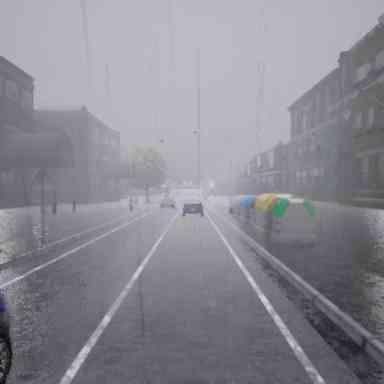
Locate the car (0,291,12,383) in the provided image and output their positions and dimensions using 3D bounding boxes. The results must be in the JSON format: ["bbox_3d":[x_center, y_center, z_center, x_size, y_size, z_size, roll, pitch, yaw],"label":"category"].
[{"bbox_3d":[-3.099,1.322,1.867,2.097,1.767,4.553,0,1,0],"label":"car"}]

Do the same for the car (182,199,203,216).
[{"bbox_3d":[0.093,1.451,32.299,1.882,1.535,5.008,0,0,0],"label":"car"}]

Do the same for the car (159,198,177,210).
[{"bbox_3d":[-3.094,1.500,43.372,1.837,1.490,4.892,0,0,0],"label":"car"}]
